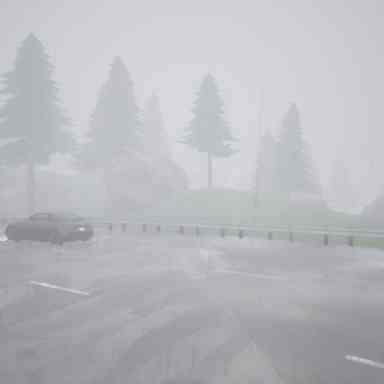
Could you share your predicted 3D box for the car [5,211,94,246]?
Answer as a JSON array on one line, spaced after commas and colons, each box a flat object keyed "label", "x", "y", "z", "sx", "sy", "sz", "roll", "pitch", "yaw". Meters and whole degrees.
[{"label": "car", "x": -6.586, "y": 1.594, "z": 15.387, "sx": 4.181, "sy": 1.385, "sz": 1.994, "roll": 0, "pitch": 0, "yaw": 26}]
